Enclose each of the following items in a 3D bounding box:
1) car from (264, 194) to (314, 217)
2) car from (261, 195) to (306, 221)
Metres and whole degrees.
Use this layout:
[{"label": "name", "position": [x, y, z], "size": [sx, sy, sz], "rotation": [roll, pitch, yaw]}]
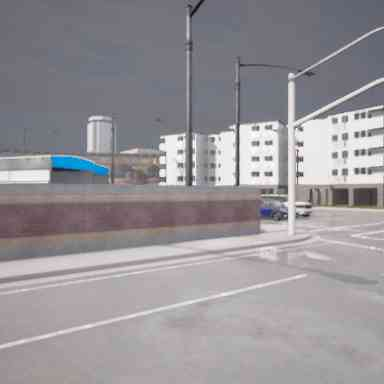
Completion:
[{"label": "car", "position": [8.525, 1.243, 30.877], "size": [2.150, 2.045, 5.566], "rotation": [0, 0, -35]}, {"label": "car", "position": [6.615, 1.370, 27.443], "size": [2.097, 1.767, 4.553], "rotation": [0, 0, -33]}]
